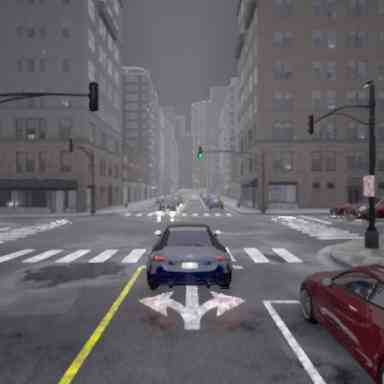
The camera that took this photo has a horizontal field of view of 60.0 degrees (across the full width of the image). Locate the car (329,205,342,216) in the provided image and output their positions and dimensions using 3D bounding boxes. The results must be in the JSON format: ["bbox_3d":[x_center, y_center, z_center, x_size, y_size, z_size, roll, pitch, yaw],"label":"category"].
[{"bbox_3d":[13.662,1.331,26.833,4.718,1.301,1.895,-1,0,0],"label":"car"}]

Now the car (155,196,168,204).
[{"bbox_3d":[-5.340,1.400,58.281,1.802,1.307,4.206,0,0,0],"label":"car"}]

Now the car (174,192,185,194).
[{"bbox_3d":[-2.612,1.300,59.814,2.128,1.511,4.902,0,0,1],"label":"car"}]

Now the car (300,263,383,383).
[{"bbox_3d":[2.760,1.577,4.336,1.802,1.307,4.206,0,0,0],"label":"car"}]

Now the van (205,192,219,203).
[{"bbox_3d":[3.088,1.207,47.095,1.690,1.788,3.998,0,0,0],"label":"van"}]

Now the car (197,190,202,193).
[{"bbox_3d":[0.613,1.015,79.983,2.128,1.511,4.902,0,0,0],"label":"car"}]

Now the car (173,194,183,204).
[{"bbox_3d":[-2.746,1.383,49.425,1.812,1.442,4.674,0,0,0],"label":"car"}]

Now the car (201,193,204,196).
[{"bbox_3d":[3.284,1.326,69.309,1.802,1.307,4.206,0,0,0],"label":"car"}]

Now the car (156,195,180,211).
[{"bbox_3d":[-2.832,1.401,39.520,1.837,1.490,4.892,0,0,2],"label":"car"}]

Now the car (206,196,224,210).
[{"bbox_3d":[3.040,1.470,41.545,1.802,1.307,4.206,0,0,0],"label":"car"}]

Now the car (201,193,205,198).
[{"bbox_3d":[3.236,1.367,63.753,1.802,1.307,4.206,0,0,0],"label":"car"}]

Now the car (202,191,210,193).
[{"bbox_3d":[3.734,0.863,81.722,2.150,2.045,5.566,0,0,0],"label":"car"}]

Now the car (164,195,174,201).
[{"bbox_3d":[-5.193,1.280,74.939,1.802,1.307,4.206,0,0,0],"label":"car"}]

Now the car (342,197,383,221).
[{"bbox_3d":[13.553,1.104,23.582,4.553,1.767,2.097,-1,0,0],"label":"car"}]

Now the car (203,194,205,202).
[{"bbox_3d":[3.136,1.389,52.647,1.887,1.381,4.507,0,0,0],"label":"car"}]

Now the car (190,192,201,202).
[{"bbox_3d":[0.526,1.255,69.983,1.812,1.442,4.674,0,0,0],"label":"car"}]

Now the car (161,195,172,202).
[{"bbox_3d":[-5.241,1.294,69.386,2.008,1.369,4.403,0,0,0],"label":"car"}]

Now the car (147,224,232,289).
[{"bbox_3d":[-0.105,1.552,9.188,1.994,1.385,4.181,0,0,-2],"label":"car"}]

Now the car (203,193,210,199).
[{"bbox_3d":[3.828,1.064,88.693,1.882,1.535,5.008,0,0,0],"label":"car"}]
